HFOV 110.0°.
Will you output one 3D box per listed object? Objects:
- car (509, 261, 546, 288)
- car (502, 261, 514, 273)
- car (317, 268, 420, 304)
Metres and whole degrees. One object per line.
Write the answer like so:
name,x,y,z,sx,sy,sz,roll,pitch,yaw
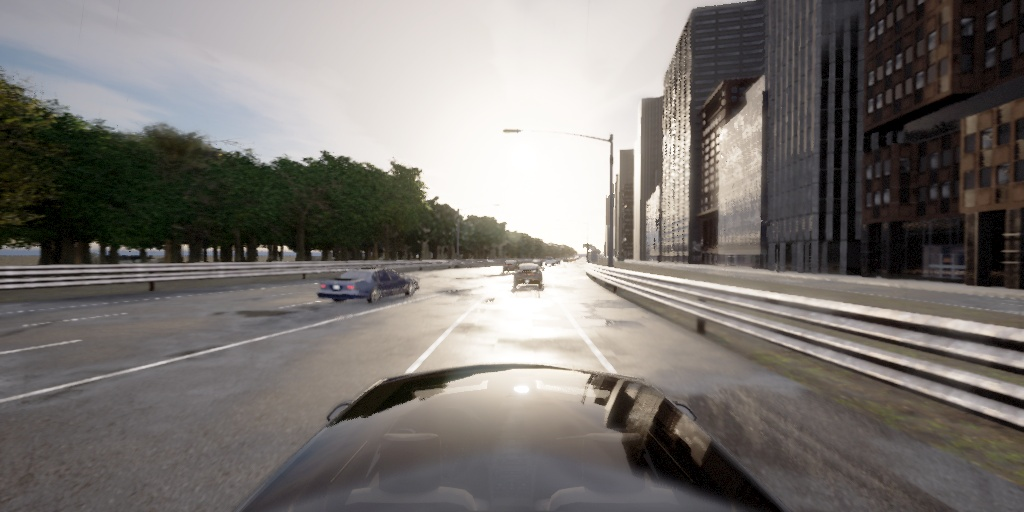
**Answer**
car,1.157,1.288,24.195,1.837,1.490,4.892,0,0,6
car,0.121,1.318,44.926,1.837,1.490,4.892,1,0,12
car,-6.074,1.233,15.907,2.033,1.411,5.357,1,0,12
